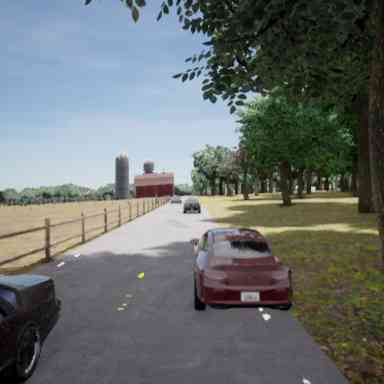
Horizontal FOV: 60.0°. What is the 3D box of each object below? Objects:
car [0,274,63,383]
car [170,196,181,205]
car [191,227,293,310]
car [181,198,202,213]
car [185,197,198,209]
[{"bbox_3d":[-2.853,1.558,2.692,2.033,1.411,5.357,0,0,0],"label":"car"},{"bbox_3d":[-2.846,1.472,59.899,1.812,1.442,4.674,0,0,0],"label":"car"},{"bbox_3d":[0.949,1.552,7.740,1.812,1.442,4.674,0,0,0],"label":"car"},{"bbox_3d":[0.017,1.538,36.733,1.837,1.490,4.892,0,0,0],"label":"car"},{"bbox_3d":[-0.032,1.524,46.789,1.812,1.442,4.674,0,0,0],"label":"car"}]
